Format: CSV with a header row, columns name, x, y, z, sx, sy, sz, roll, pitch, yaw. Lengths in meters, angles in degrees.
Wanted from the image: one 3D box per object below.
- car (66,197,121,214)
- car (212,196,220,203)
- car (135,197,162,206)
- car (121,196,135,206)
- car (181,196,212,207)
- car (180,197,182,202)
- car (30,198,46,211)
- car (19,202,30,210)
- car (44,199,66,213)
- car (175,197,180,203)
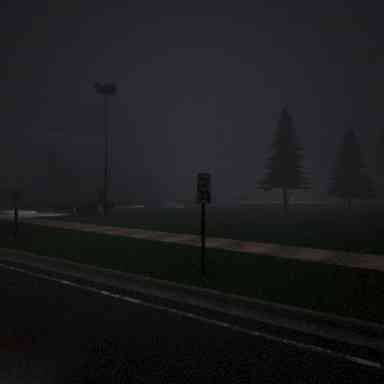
name,x,y,z,sx,sy,sz,roll,pitch,yaw
car,-10.615,1.491,36.114,2.128,1.511,4.902,0,0,35
car,4.207,1.601,69.335,1.994,1.385,4.181,0,0,35
car,-6.703,1.564,53.905,1.994,1.385,4.181,0,0,35
car,-10.902,1.506,54.011,1.837,1.490,4.892,0,0,35
car,0.743,1.564,52.336,1.994,1.385,4.181,0,0,35
car,0.797,1.548,58.501,2.033,1.411,5.357,0,0,35
car,-16.573,1.564,39.812,1.994,1.385,4.181,0,0,35
car,-19.329,1.526,41.978,1.812,1.442,4.674,0,0,35
car,-13.793,1.601,37.680,1.895,1.301,4.718,0,0,35
car,-1.358,1.485,67.514,1.882,1.535,5.008,0,0,35
